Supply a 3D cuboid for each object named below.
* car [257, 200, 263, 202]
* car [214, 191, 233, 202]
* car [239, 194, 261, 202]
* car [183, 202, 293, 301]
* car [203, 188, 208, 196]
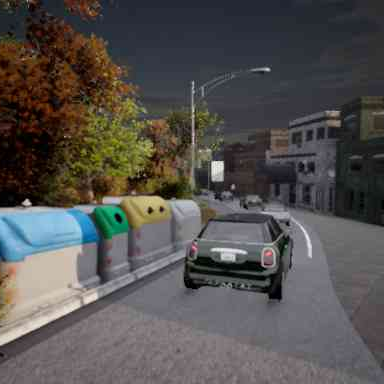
[{"bbox_3d":[5.475,1.481,22.333,1.895,1.301,4.718,1,1,12],"label":"car"},{"bbox_3d":[4.979,0.547,52.984,2.097,1.767,4.553,-1,3,-12],"label":"car"},{"bbox_3d":[6.826,1.039,38.780,2.097,1.767,4.553,0,1,0],"label":"car"},{"bbox_3d":[1.451,1.319,8.674,2.097,1.767,4.553,1,1,20],"label":"car"},{"bbox_3d":[1.806,-0.015,65.490,2.033,1.411,5.357,-1,4,-15],"label":"car"}]
